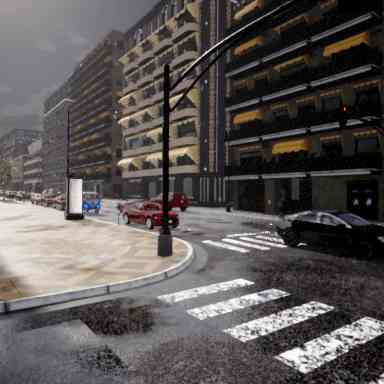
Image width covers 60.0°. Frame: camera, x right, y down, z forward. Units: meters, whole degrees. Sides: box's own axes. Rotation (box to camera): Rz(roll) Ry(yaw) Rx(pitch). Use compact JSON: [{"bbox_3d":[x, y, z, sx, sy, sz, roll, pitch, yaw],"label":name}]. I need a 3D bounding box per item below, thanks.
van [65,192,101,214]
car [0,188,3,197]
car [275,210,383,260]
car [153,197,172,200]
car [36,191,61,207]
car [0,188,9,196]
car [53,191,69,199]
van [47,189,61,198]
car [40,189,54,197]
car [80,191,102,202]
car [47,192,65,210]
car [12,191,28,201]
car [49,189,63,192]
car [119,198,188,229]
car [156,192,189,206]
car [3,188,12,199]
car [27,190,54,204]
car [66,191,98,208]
[{"bbox_3d":[-9.090,0.881,28.197,1.690,1.788,3.998,2,0,-36],"label":"van"},{"bbox_3d":[-39.078,0.301,69.341,2.008,1.369,4.403,2,0,-36],"label":"car"},{"bbox_3d":[5.446,1.464,12.611,2.128,1.511,4.902,0,1,-36],"label":"car"},{"bbox_3d":[-3.804,1.250,25.310,1.895,1.301,4.718,1,0,-36],"label":"car"},{"bbox_3d":[-15.759,0.909,37.340,1.887,1.381,4.507,2,0,-36],"label":"car"},{"bbox_3d":[-42.402,-0.022,73.913,2.192,1.841,5.009,2,0,-36],"label":"car"},{"bbox_3d":[-25.747,0.529,65.277,1.752,1.417,4.829,2,0,-36],"label":"car"},{"bbox_3d":[-28.973,0.260,69.711,1.690,1.788,3.998,2,0,-36],"label":"van"},{"bbox_3d":[-32.307,0.272,74.283,1.967,1.590,4.097,2,0,-36],"label":"car"},{"bbox_3d":[-15.650,0.710,51.425,1.967,1.590,4.097,2,0,-36],"label":"car"},{"bbox_3d":[-12.427,0.997,32.768,1.887,1.381,4.507,2,0,-36],"label":"car"},{"bbox_3d":[-25.749,0.541,51.055,1.967,1.590,4.097,2,0,-36],"label":"car"},{"bbox_3d":[-25.090,0.599,59.983,2.033,1.411,5.357,1,0,-38],"label":"car"},{"bbox_3d":[-2.434,1.261,19.053,1.887,1.381,4.507,2,0,-36],"label":"car"},{"bbox_3d":[-2.322,0.936,33.138,2.192,1.841,5.009,2,0,-36],"label":"car"},{"bbox_3d":[-32.416,0.470,60.198,1.887,1.381,4.507,2,0,-36],"label":"car"},{"bbox_3d":[-18.990,0.805,41.774,1.752,1.417,4.829,2,0,-36],"label":"car"},{"bbox_3d":[-12.300,0.777,36.993,2.097,1.767,4.553,1,1,-36],"label":"car"}]
